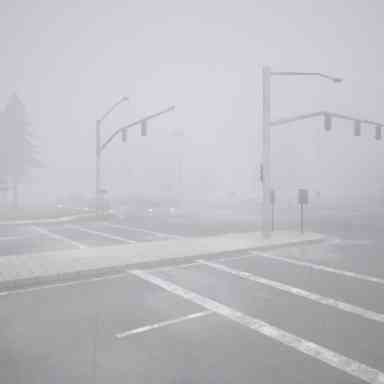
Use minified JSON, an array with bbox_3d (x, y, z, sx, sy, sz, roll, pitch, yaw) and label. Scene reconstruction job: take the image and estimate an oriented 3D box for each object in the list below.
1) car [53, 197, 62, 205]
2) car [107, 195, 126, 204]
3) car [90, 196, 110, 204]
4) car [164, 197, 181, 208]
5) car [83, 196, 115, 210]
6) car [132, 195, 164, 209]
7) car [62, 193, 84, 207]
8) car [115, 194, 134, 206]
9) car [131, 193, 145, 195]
[{"bbox_3d":[-23.411,1.564,59.244,1.994,1.385,4.181,0,0,-34],"label":"car"},{"bbox_3d":[-14.795,1.478,65.274,1.882,1.535,5.008,0,0,-34],"label":"car"},{"bbox_3d":[-17.346,1.491,62.786,2.128,1.511,4.902,0,0,-35],"label":"car"},{"bbox_3d":[-3.472,1.505,48.997,1.837,1.490,4.892,0,0,-35],"label":"car"},{"bbox_3d":[-12.056,1.505,42.947,1.837,1.490,4.892,0,0,-35],"label":"car"},{"bbox_3d":[-6.255,1.505,46.869,1.837,1.490,4.892,0,0,-35],"label":"car"},{"bbox_3d":[-17.717,1.221,51.024,2.150,2.045,5.566,0,0,-35],"label":"car"},{"bbox_3d":[-11.495,1.505,54.362,1.837,1.490,4.892,0,0,-35],"label":"car"},{"bbox_3d":[-9.009,1.222,56.921,2.150,2.045,5.566,0,0,-35],"label":"car"}]
